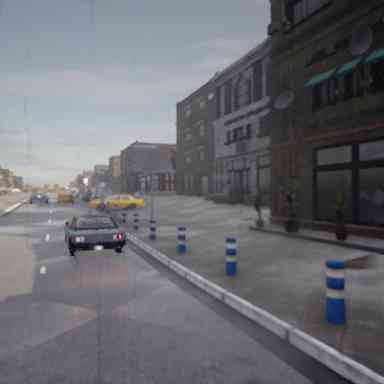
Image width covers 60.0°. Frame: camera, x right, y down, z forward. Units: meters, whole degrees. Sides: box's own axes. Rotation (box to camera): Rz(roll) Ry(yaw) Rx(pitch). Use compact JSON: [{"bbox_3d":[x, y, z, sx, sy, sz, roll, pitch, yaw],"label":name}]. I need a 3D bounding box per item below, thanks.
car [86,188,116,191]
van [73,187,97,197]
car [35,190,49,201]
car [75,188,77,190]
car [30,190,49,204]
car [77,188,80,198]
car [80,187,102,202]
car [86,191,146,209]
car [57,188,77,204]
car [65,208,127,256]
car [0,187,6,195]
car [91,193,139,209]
[{"bbox_3d":[-9.236,0.686,37.675,4.553,1.767,2.185,0,1,-22],"label":"car"},{"bbox_3d":[-21.908,0.067,68.221,4.442,1.987,1.878,0,0,-22],"label":"van"},{"bbox_3d":[-23.023,0.481,51.173,1.882,1.535,5.008,0,1,-22],"label":"car"},{"bbox_3d":[-16.547,0.446,55.527,5.008,1.535,2.097,0,1,-22],"label":"car"},{"bbox_3d":[-19.121,0.532,41.835,2.097,1.767,4.553,0,1,-22],"label":"car"},{"bbox_3d":[-14.448,0.534,50.432,4.892,1.521,2.231,0,1,-22],"label":"car"},{"bbox_3d":[-10.228,0.498,40.243,5.566,2.045,2.435,0,1,-22],"label":"car"},{"bbox_3d":[-7.280,0.946,32.523,5.366,1.575,1.946,0,2,-22],"label":"car"},{"bbox_3d":[-16.274,0.656,42.797,1.882,1.535,5.008,0,1,-22],"label":"car"},{"bbox_3d":[-3.960,1.540,13.113,1.895,1.301,4.718,0,1,-23],"label":"car"},{"bbox_3d":[-49.201,-0.135,80.782,5.566,2.045,2.435,0,1,-22],"label":"car"},{"bbox_3d":[-8.155,0.919,35.145,4.674,1.452,2.002,0,1,-22],"label":"car"}]
